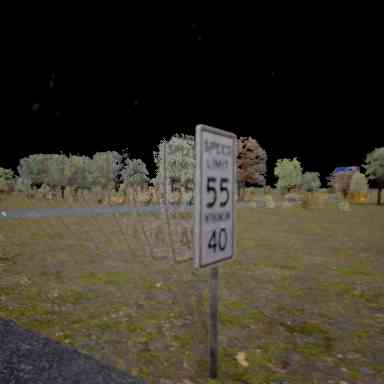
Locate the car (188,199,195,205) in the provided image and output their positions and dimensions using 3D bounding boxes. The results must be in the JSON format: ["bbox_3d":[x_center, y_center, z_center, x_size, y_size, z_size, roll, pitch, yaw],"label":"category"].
[{"bbox_3d":[0.967,2.225,75.386,1.837,1.490,4.892,1,0,36],"label":"car"}]
